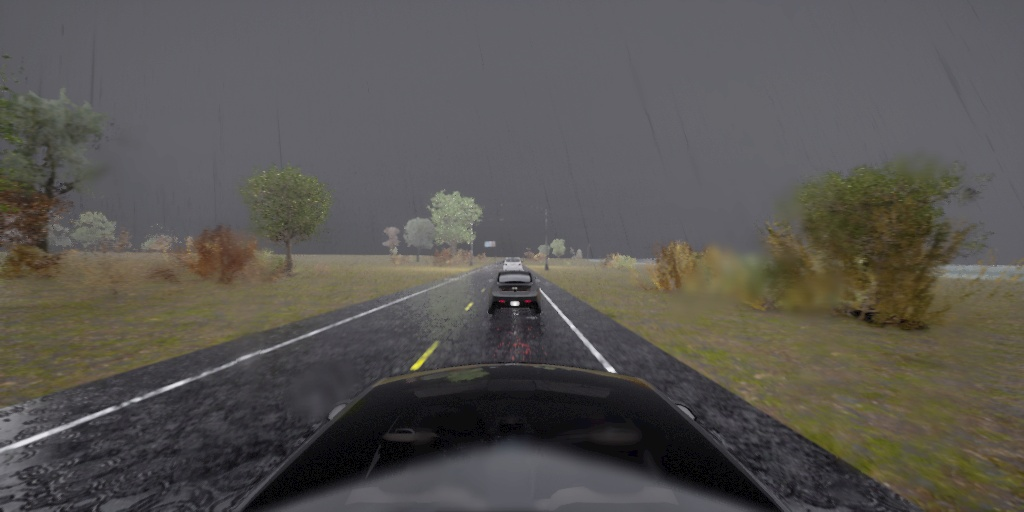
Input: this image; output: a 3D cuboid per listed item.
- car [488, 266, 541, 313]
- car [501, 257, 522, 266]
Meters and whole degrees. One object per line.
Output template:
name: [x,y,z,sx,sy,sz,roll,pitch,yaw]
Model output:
car: [0.099,1.319,14.293,1.837,1.490,4.892,0,0,0]
car: [0.094,1.177,44.411,2.150,2.045,5.566,0,0,0]
